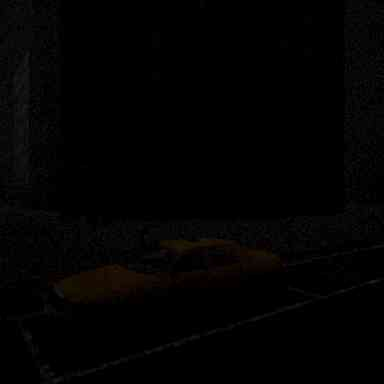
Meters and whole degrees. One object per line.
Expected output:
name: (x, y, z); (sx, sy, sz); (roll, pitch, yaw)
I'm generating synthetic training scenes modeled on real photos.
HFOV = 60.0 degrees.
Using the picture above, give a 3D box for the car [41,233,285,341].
car: (-0.250, 1.525, 6.473); (4.829, 1.417, 1.752); (0, 0, -36)
